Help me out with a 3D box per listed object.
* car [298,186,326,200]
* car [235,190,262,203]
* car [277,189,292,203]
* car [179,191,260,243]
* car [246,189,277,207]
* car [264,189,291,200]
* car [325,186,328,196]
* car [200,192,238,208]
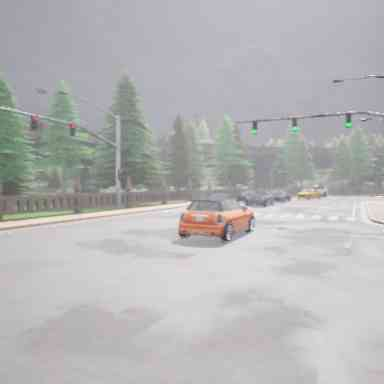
[{"bbox_3d":[18.107,0.318,51.012,5.008,1.535,1.882,-1,2,-43],"label":"car"},{"bbox_3d":[7.354,0.506,42.614,1.882,1.535,5.008,1,1,28],"label":"car"},{"bbox_3d":[11.482,0.568,42.887,2.033,1.411,5.357,1,1,31],"label":"car"},{"bbox_3d":[1.257,1.015,14.687,2.097,1.767,4.553,1,2,27],"label":"car"},{"bbox_3d":[7.053,0.559,34.444,2.097,1.767,4.553,1,1,26],"label":"car"},{"bbox_3d":[13.147,0.319,51.077,1.882,1.535,5.008,1,2,43],"label":"car"},{"bbox_3d":[21.189,-0.082,57.587,5.566,2.045,2.150,-1,1,-34],"label":"car"},{"bbox_3d":[2.901,0.765,34.032,2.033,1.411,5.357,1,1,27],"label":"car"}]
